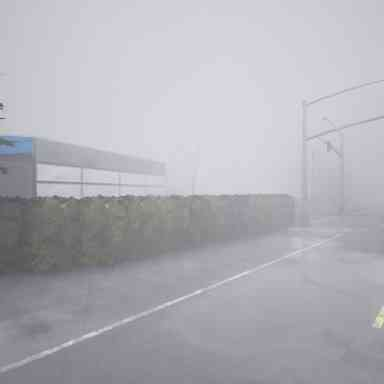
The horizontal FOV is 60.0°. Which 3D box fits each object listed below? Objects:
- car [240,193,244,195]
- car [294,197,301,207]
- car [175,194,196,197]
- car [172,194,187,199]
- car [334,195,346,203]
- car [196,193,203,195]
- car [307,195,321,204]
[{"bbox_3d":[12.034,1.076,78.193,1.905,1.878,3.866,0,0,38],"label":"car"},{"bbox_3d":[13.036,1.339,44.656,2.007,1.523,4.514,0,0,38],"label":"car"},{"bbox_3d":[-1.875,1.298,66.108,2.007,1.523,4.514,0,0,38],"label":"car"},{"bbox_3d":[-3.277,1.232,89.803,1.970,1.475,3.806,0,0,38],"label":"car"},{"bbox_3d":[29.106,1.373,65.139,1.845,1.501,3.633,0,0,38],"label":"car"},{"bbox_3d":[1.971,1.153,86.094,2.152,1.636,5.027,0,0,38],"label":"car"},{"bbox_3d":[22.179,1.384,61.143,1.970,1.475,3.806,0,0,38],"label":"car"}]
